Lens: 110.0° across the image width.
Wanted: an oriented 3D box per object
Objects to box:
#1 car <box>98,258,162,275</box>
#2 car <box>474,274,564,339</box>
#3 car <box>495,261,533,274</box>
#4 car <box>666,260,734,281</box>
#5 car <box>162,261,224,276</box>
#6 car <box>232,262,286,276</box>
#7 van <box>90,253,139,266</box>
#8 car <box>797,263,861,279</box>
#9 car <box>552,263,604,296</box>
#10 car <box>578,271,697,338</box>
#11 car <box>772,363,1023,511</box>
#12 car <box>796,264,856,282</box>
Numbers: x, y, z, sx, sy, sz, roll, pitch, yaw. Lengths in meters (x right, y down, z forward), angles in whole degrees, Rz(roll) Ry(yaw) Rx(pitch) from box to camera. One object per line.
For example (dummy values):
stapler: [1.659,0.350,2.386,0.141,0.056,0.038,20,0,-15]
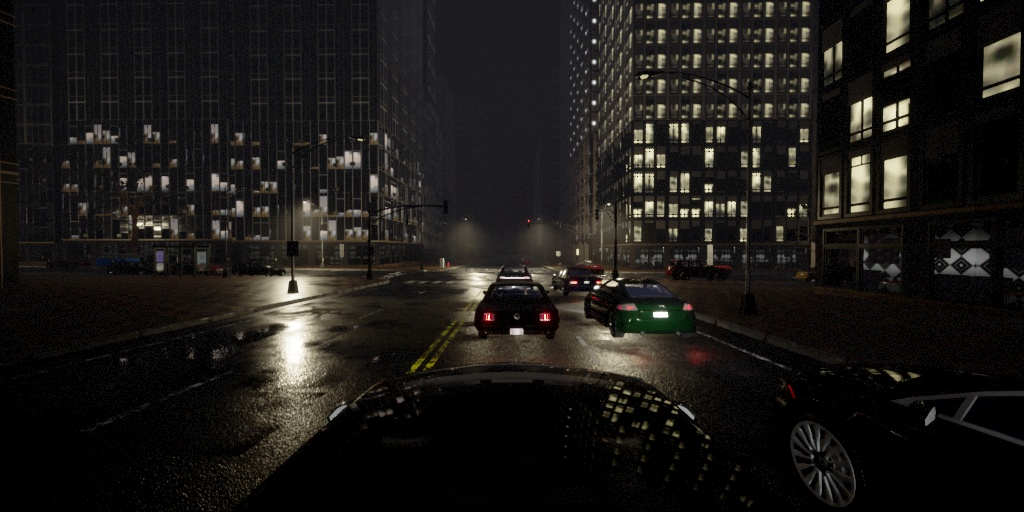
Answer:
car: [-34.054,1.068,32.477,4.313,1.339,1.948,0,0,1]
car: [0.110,1.347,9.979,1.895,1.301,4.718,0,0,0]
car: [0.123,1.232,19.235,2.128,1.511,4.902,0,0,0]
car: [16.235,1.267,31.568,5.009,1.841,2.192,0,0,1]
car: [-28.373,1.137,32.295,4.207,1.307,1.802,0,0,1]
car: [-22.689,1.172,32.153,4.313,1.339,1.948,0,0,1]
van: [-45.232,0.603,41.154,3.998,1.789,1.690,0,0,1]
car: [32.635,1.509,37.032,4.892,1.490,1.837,1,1,1]
car: [3.409,1.288,19.435,2.033,1.411,5.357,0,0,-3]
car: [3.369,1.310,10.205,1.994,1.385,4.181,0,0,-1]
car: [3.340,1.242,1.375,2.128,1.511,4.902,0,0,0]
car: [27.683,1.577,31.354,4.829,1.417,1.751,0,0,1]
